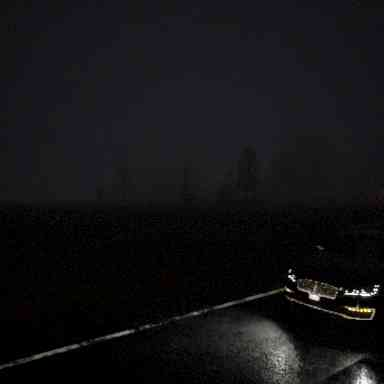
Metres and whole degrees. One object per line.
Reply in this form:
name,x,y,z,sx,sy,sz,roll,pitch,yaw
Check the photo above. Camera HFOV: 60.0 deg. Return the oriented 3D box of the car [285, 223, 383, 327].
car,3.966,1.439,6.823,4.892,1.490,1.837,-1,0,-35
